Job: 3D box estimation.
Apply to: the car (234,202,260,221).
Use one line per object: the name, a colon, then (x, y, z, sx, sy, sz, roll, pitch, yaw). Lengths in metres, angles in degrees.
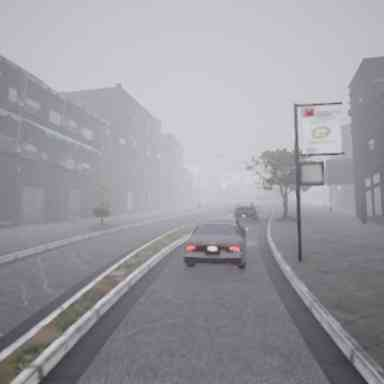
car: (4.710, 1.614, 28.576, 1.837, 1.490, 4.892, -1, 0, 15)

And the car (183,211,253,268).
car: (0.961, 1.606, 11.557, 2.033, 1.411, 5.357, -1, 0, 9)
